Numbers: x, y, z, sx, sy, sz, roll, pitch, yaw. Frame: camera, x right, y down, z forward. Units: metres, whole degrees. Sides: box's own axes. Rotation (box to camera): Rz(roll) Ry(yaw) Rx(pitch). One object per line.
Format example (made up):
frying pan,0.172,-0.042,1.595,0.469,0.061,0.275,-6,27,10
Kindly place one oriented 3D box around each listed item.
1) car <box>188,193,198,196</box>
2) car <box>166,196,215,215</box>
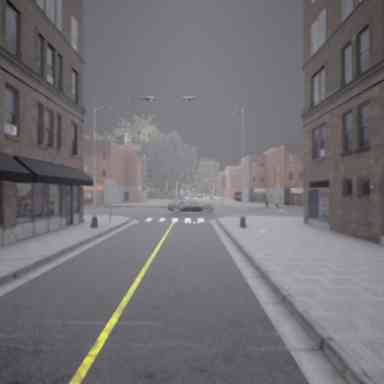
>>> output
car,-0.087,1.135,91.987,1.837,1.490,4.892,0,0,0
car,-0.119,1.488,33.635,4.902,1.511,2.128,1,0,0
